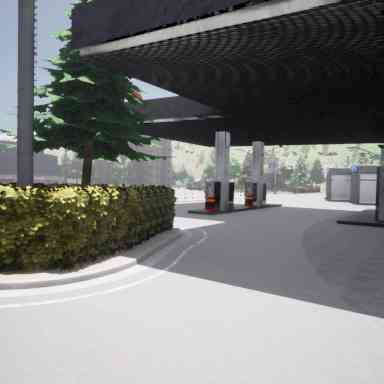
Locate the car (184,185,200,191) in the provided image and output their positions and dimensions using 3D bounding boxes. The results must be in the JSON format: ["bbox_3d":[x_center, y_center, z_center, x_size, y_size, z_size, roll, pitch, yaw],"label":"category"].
[{"bbox_3d":[0.125,-1.084,94.084,4.892,1.490,1.837,2,2,34],"label":"car"}]

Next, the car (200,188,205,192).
[{"bbox_3d":[4.769,-0.330,65.601,5.027,1.636,2.152,2,2,35],"label":"car"}]

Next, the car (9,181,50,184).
[{"bbox_3d":[-17.290,-0.178,35.168,3.866,1.878,1.905,2,2,35],"label":"car"}]

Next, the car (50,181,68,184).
[{"bbox_3d":[-26.895,-1.257,65.394,3.866,1.878,1.905,2,2,35],"label":"car"}]

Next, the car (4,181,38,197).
[{"bbox_3d":[-21.836,-0.463,42.376,4.605,1.855,1.932,2,2,35],"label":"car"}]

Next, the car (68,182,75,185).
[{"bbox_3d":[-25.562,-1.284,68.009,4.605,1.855,1.932,2,2,35],"label":"car"}]
